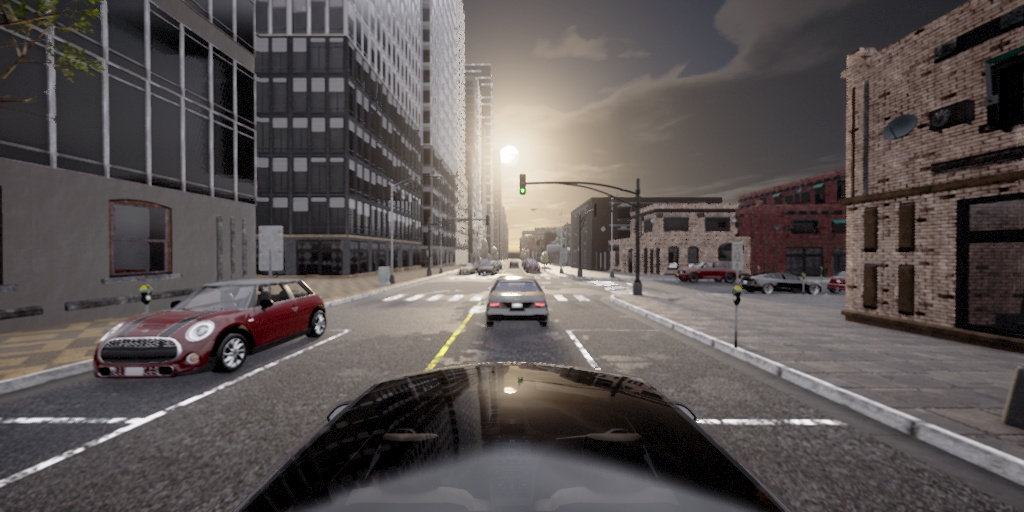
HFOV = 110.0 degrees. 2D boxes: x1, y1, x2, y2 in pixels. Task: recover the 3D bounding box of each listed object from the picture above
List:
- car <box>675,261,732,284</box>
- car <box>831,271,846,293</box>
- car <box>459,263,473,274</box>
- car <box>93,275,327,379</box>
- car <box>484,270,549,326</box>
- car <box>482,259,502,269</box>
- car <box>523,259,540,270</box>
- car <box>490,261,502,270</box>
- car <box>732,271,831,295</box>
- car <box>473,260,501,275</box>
[{"bbox_3d":[16.653,1.341,30.530,5.009,1.841,2.192,0,0,1],"label":"car"},{"bbox_3d":[22.054,1.599,22.053,4.097,1.591,1.967,0,0,1],"label":"car"},{"bbox_3d":[-5.624,1.529,45.161,1.751,1.417,4.829,0,0,0],"label":"car"},{"bbox_3d":[-5.667,1.222,7.384,1.967,1.591,4.097,0,0,0],"label":"car"},{"bbox_3d":[0.147,1.357,11.926,2.033,1.411,5.357,0,0,0],"label":"car"},{"bbox_3d":[-2.851,1.542,53.103,2.128,1.511,4.902,0,0,0],"label":"car"},{"bbox_3d":[2.922,1.477,50.879,1.967,1.591,4.097,0,0,0],"label":"car"},{"bbox_3d":[-2.766,1.589,63.544,1.882,1.535,5.008,0,0,1],"label":"car"},{"bbox_3d":[16.506,1.672,22.152,4.313,1.339,1.948,0,0,1],"label":"car"},{"bbox_3d":[-2.881,1.537,42.958,2.033,1.411,5.357,0,0,4],"label":"car"}]
